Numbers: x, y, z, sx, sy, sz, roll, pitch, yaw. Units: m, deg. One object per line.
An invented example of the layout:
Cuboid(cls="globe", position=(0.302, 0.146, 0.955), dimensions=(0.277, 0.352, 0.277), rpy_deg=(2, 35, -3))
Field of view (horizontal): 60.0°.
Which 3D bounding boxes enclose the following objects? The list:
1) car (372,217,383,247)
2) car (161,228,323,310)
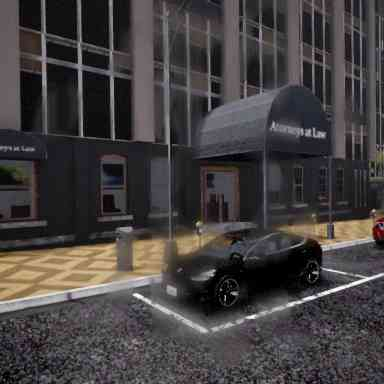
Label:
Cuboid(cls="car", position=(9.615, 1.310, 14.030), dimensions=(5.009, 1.841, 2.192), rpy_deg=(0, -1, -37))
Cuboid(cls="car", position=(1.342, 1.564, 7.824), dimensions=(4.313, 1.339, 1.947), rpy_deg=(0, -1, -37))
